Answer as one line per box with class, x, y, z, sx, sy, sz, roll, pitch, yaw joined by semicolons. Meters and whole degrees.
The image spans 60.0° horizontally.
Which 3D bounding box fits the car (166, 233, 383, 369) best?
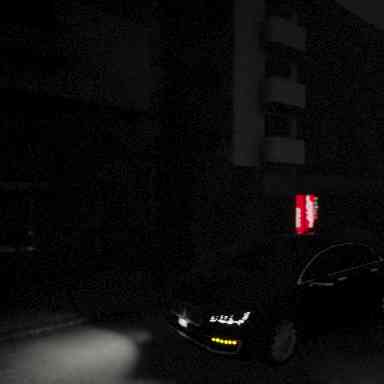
car;1.870;1.549;5.881;4.892;1.490;1.837;1;-1;-35
